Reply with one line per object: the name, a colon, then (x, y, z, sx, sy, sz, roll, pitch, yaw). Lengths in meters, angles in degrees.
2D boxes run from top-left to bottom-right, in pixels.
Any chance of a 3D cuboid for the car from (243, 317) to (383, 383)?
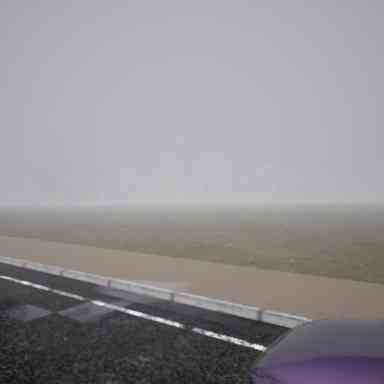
car: (2.613, 1.414, 1.699, 4.856, 1.649, 2.033, -1, -1, 35)
